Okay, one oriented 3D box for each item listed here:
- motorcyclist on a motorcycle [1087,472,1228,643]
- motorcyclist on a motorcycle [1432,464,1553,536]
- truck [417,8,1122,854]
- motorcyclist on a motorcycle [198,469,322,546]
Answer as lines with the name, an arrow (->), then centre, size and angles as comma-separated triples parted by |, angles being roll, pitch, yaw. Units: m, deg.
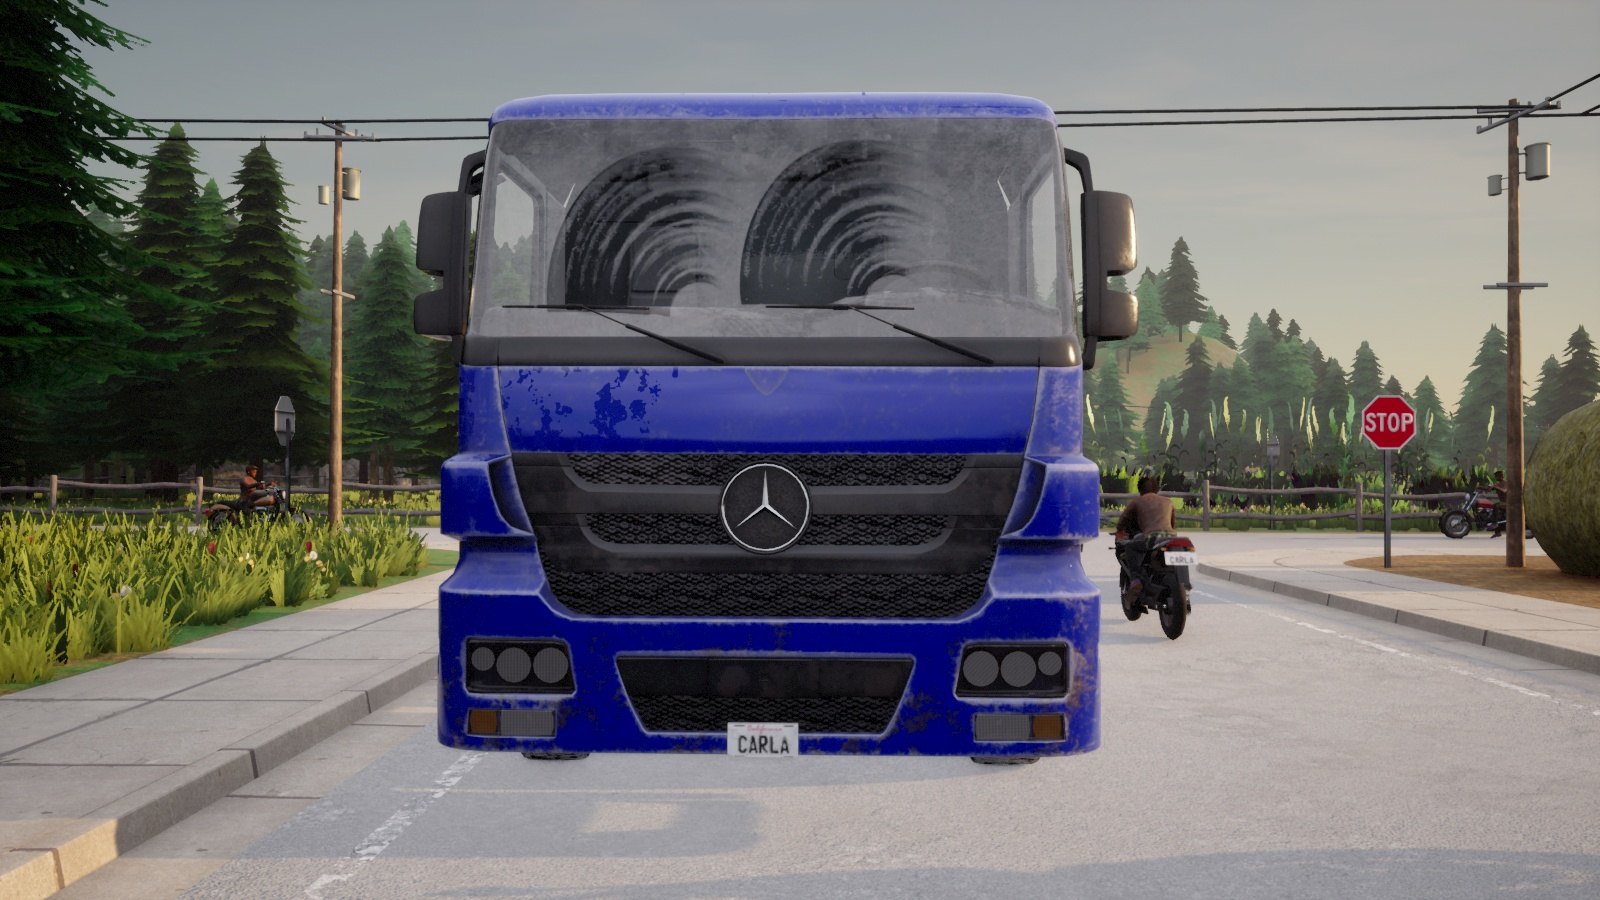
motorcyclist on a motorcycle -> 3.470, 0.991, 12.383 | 0.797, 1.523, 2.044 | 0, -1, 0
motorcyclist on a motorcycle -> 16.157, 1.157, 29.346 | 2.350, 1.649, 0.766 | 0, -1, 3
truck -> -0.039, -0.014, 9.143 | 2.891, 3.462, 7.936 | 0, -1, 2
motorcyclist on a motorcycle -> -11.643, 1.231, 27.127 | 2.350, 1.649, 0.766 | 0, -1, 3
